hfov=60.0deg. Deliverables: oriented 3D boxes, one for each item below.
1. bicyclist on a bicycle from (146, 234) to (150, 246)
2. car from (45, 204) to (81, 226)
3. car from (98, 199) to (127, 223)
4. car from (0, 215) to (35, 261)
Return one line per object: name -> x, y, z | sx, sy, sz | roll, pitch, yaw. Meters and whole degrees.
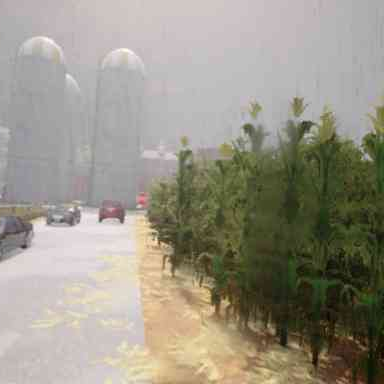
bicyclist on a bicycle -> -1.277, 1.772, 15.396 | 1.656, 1.620, 0.582 | 4, -2, -10
car -> -9.639, 1.667, 25.222 | 2.128, 1.511, 4.902 | 4, -1, -10
car -> -7.296, 1.677, 30.616 | 2.150, 2.045, 5.566 | 4, -1, -10
car -> -7.272, 1.529, 12.073 | 2.033, 1.411, 5.357 | 4, -2, -10
